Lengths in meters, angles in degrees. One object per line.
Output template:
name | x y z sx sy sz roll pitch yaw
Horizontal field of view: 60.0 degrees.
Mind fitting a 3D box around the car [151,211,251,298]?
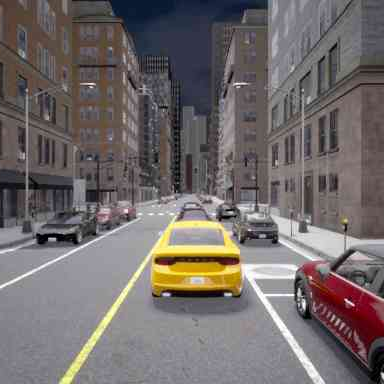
car | 0.098 1.478 8.591 1.882 1.535 5.008 0 0 0

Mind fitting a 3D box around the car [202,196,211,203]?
car | 2.932 1.579 69.336 1.752 1.417 4.829 0 0 0

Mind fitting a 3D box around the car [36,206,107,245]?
car | -5.662 1.567 15.668 1.947 1.339 4.313 0 0 0

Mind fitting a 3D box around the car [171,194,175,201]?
car | -5.580 1.616 74.591 2.008 1.369 4.403 0 0 0

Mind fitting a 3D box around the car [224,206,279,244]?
car | 2.863 1.552 15.664 2.008 1.369 4.403 0 0 0

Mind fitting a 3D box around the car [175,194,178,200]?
car | -5.544 1.637 90.647 1.752 1.417 4.829 0 0 0

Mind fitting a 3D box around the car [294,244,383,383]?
car | 2.858 1.440 4.662 1.967 1.590 4.097 0 0 0

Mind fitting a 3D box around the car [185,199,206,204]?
car | 0.012 1.529 26.396 1.812 1.442 4.674 0 0 2

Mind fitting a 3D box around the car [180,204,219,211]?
car | 0.115 1.565 17.585 1.994 1.385 4.181 0 0 0

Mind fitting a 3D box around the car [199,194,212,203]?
car | 2.919 1.484 63.757 1.967 1.590 4.097 0 0 0

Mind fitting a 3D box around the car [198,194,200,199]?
car | 2.945 1.616 74.575 2.008 1.369 4.403 0 0 0

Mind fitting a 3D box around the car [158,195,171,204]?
car | -5.605 1.626 63.774 1.802 1.307 4.206 0 0 0

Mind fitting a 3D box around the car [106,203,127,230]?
car | -5.660 1.584 21.170 1.802 1.307 4.206 0 0 0

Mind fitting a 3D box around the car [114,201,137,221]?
car | -5.657 1.443 26.671 1.967 1.590 4.097 0 0 0

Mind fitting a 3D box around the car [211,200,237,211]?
car | 2.868 1.569 26.667 1.947 1.339 4.313 0 0 0
